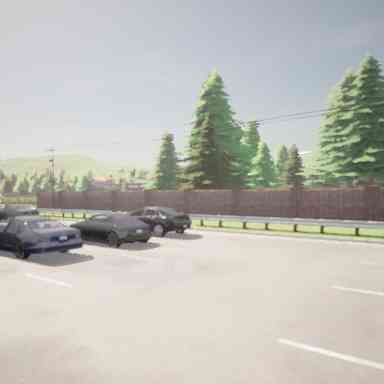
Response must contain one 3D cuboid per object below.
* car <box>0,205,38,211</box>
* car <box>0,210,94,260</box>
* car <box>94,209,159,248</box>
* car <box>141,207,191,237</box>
[{"bbox_3d":[-14.603,1.740,27.256,5.357,1.411,2.033,0,0,36],"label":"car"},{"bbox_3d":[-6.455,1.636,12.864,5.357,1.411,2.033,0,0,36],"label":"car"},{"bbox_3d":[-3.865,1.648,15.308,4.181,1.385,1.994,0,0,36],"label":"car"},{"bbox_3d":[-2.311,1.589,18.502,4.892,1.490,1.837,-2,-1,36],"label":"car"}]
